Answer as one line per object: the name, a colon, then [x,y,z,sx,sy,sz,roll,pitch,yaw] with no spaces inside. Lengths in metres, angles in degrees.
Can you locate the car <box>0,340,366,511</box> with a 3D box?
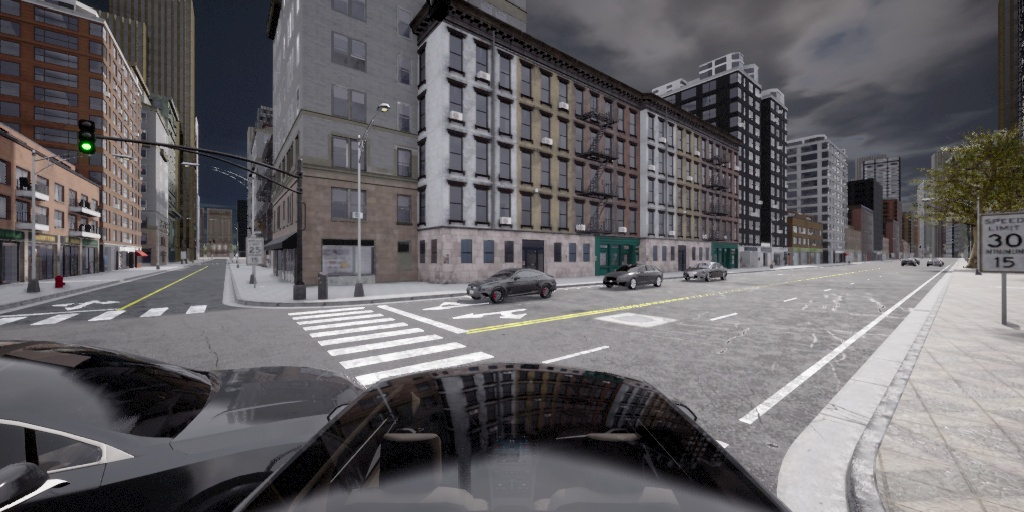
car: [-3.209,1.257,1.880,4.892,1.490,1.837,0,0,-34]

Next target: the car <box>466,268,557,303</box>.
car: [0.090,1.288,16.827,4.674,1.442,1.812,0,0,-39]

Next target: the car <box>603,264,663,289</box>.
car: [7.829,1.260,22.992,4.892,1.490,1.837,0,0,-38]

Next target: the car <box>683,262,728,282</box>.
car: [15.889,1.238,29.400,4.902,1.511,2.128,0,0,-38]
